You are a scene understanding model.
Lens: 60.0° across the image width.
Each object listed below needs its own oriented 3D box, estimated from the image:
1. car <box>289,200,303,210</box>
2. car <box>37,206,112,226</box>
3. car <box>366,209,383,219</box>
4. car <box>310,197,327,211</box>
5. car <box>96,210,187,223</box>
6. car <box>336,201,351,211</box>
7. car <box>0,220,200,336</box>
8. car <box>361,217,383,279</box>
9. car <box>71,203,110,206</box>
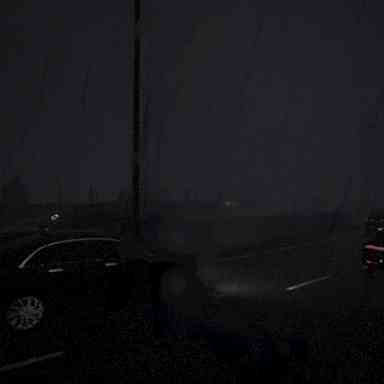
[{"bbox_3d":[17.156,2.084,54.602,1.837,1.490,4.892,0,0,23],"label":"car"},{"bbox_3d":[-5.331,1.665,17.788,5.357,1.411,2.033,1,-1,-40],"label":"car"},{"bbox_3d":[11.585,1.747,19.433,1.837,1.490,4.892,0,0,42],"label":"car"},{"bbox_3d":[19.744,1.792,51.729,2.150,2.045,5.566,0,0,23],"label":"car"},{"bbox_3d":[-2.111,1.687,16.046,4.181,1.385,1.994,1,-1,-41],"label":"car"},{"bbox_3d":[23.131,2.077,50.817,2.128,1.511,4.902,0,-1,23],"label":"car"},{"bbox_3d":[-2.057,1.550,6.822,4.892,1.490,1.837,1,0,-37],"label":"car"},{"bbox_3d":[6.523,1.615,9.416,4.902,1.511,2.128,1,-1,-42],"label":"car"},{"bbox_3d":[-7.036,1.486,21.013,4.553,1.767,2.097,1,-1,-41],"label":"car"}]
